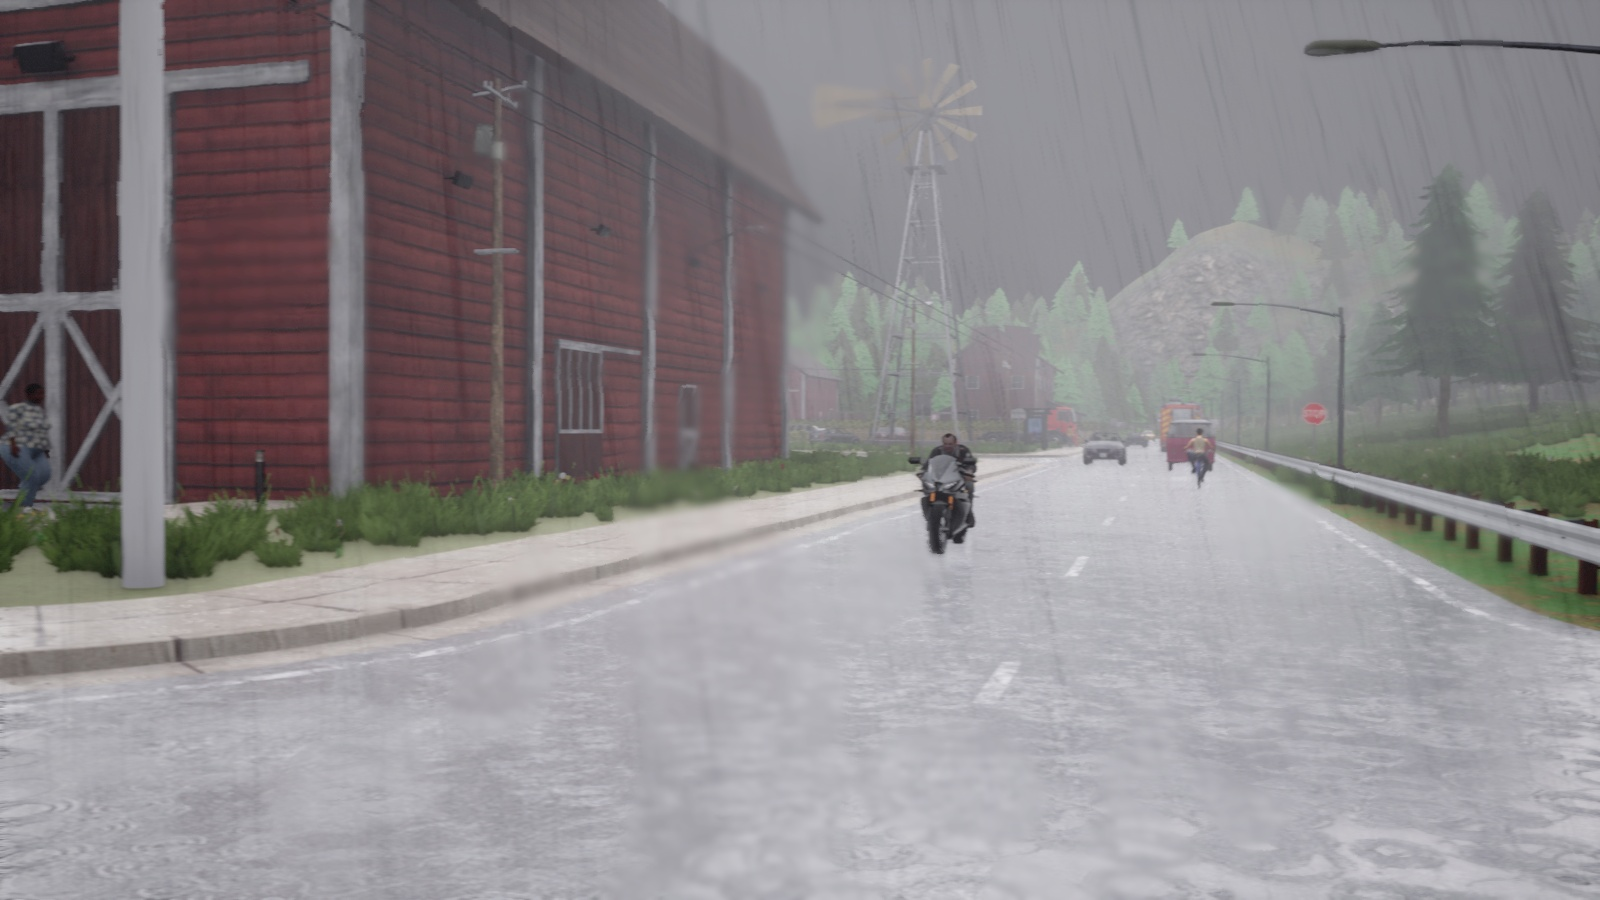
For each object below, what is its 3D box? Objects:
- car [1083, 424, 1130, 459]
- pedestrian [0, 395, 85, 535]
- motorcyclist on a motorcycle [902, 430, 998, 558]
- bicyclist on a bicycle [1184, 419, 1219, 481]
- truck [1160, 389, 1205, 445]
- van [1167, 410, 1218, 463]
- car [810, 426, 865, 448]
[{"bbox_3d":[13.636,-0.384,55.783,1.816,1.474,4.193,0,1,16],"label":"car"},{"bbox_3d":[-10.514,0.194,17.171,0.900,1.855,0.874,-1,1,5],"label":"pedestrian"},{"bbox_3d":[1.985,0.518,16.330,0.866,1.530,2.191,0,1,16],"label":"motorcyclist on a motorcycle"},{"bbox_3d":[10.751,-0.017,33.676,0.866,1.612,1.509,0,1,17],"label":"bicyclist on a bicycle"},{"bbox_3d":[27.667,-2.397,90.970,2.891,3.827,8.468,0,1,16],"label":"truck"},{"bbox_3d":[15.286,-0.543,49.023,1.775,1.987,4.442,0,1,16],"label":"van"},{"bbox_3d":[2.804,-0.973,93.900,3.705,1.549,1.789,-1,1,-31],"label":"car"}]
